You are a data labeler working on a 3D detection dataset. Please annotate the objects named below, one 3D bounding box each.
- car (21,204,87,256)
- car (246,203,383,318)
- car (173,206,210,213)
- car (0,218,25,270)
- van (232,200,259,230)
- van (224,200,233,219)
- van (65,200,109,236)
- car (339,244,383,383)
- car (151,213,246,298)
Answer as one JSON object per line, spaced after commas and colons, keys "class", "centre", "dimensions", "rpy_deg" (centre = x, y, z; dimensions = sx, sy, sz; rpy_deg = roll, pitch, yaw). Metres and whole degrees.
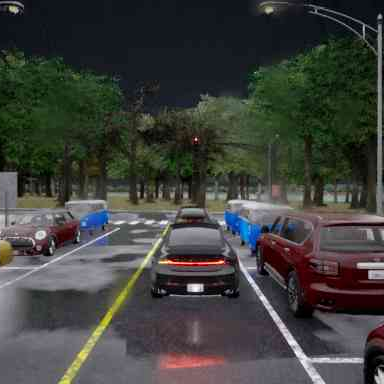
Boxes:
{"class": "car", "centre": [-5.770, 1.441, 12.771], "dimensions": [1.967, 1.590, 4.097], "rpy_deg": [0, 0, 0]}
{"class": "car", "centre": [2.758, 1.315, 7.339], "dimensions": [2.192, 1.841, 5.009], "rpy_deg": [0, 0, 0]}
{"class": "car", "centre": [0.002, 1.506, 17.914], "dimensions": [1.837, 1.490, 4.892], "rpy_deg": [0, 0, -1]}
{"class": "car", "centre": [-5.767, 1.526, 7.164], "dimensions": [1.752, 1.417, 4.829], "rpy_deg": [0, 0, 0]}
{"class": "van", "centre": [2.755, 1.342, 12.776], "dimensions": [1.690, 1.788, 3.998], "rpy_deg": [0, 0, 0]}
{"class": "van", "centre": [2.752, 1.343, 18.214], "dimensions": [1.690, 1.788, 3.998], "rpy_deg": [0, 0, 0]}
{"class": "van", "centre": [-5.773, 1.343, 18.209], "dimensions": [1.690, 1.788, 3.998], "rpy_deg": [0, 0, 0]}
{"class": "car", "centre": [2.762, 1.440, 1.901], "dimensions": [1.967, 1.590, 4.097], "rpy_deg": [0, 0, 0]}
{"class": "car", "centre": [0.073, 1.505, 8.510], "dimensions": [1.837, 1.490, 4.892], "rpy_deg": [0, 0, 0]}
